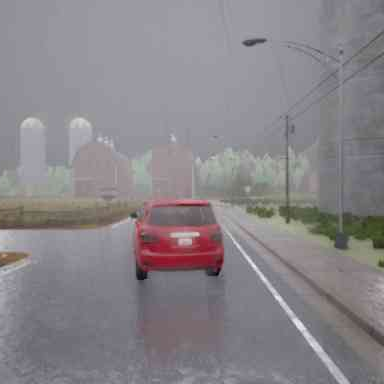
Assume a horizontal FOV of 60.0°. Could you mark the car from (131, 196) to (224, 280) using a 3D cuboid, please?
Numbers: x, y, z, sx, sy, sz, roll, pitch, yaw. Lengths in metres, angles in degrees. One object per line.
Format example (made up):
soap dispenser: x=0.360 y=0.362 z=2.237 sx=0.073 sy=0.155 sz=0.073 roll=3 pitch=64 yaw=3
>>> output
car: x=-0.655 y=1.200 z=10.108 sx=2.150 sy=2.045 sz=5.566 roll=0 pitch=0 yaw=-11

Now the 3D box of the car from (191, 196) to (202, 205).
car: x=0.774 y=1.406 z=57.373 sx=1.812 sy=1.442 sz=4.674 roll=0 pitch=0 yaw=1
